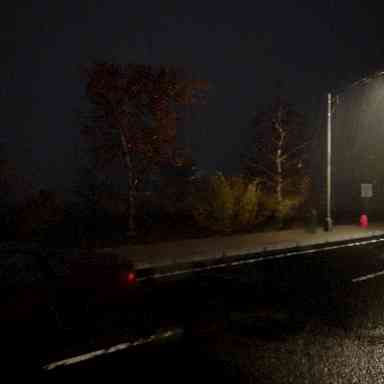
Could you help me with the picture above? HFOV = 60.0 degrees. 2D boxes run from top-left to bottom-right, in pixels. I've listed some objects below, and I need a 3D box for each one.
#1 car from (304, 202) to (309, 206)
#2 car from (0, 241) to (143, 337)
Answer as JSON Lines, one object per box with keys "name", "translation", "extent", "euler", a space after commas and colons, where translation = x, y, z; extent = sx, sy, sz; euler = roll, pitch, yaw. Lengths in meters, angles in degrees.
{"name": "car", "translation": [18.481, 1.916, 56.560], "extent": [2.033, 1.411, 5.357], "euler": [1, -1, -25]}
{"name": "car", "translation": [-3.478, 1.543, 5.200], "extent": [5.357, 1.411, 2.033], "euler": [0, 0, -36]}
